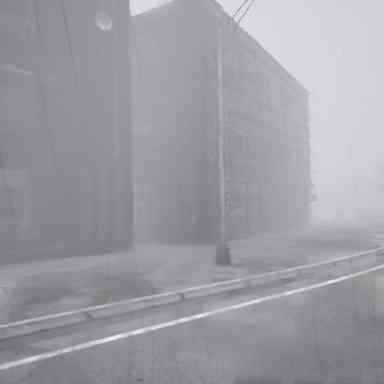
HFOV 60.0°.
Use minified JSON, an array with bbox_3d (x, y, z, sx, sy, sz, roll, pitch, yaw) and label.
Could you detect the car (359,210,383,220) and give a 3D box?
[{"bbox_3d":[26.862,3.405,50.022,2.128,1.511,4.902,-1,-4,4],"label":"car"}]
